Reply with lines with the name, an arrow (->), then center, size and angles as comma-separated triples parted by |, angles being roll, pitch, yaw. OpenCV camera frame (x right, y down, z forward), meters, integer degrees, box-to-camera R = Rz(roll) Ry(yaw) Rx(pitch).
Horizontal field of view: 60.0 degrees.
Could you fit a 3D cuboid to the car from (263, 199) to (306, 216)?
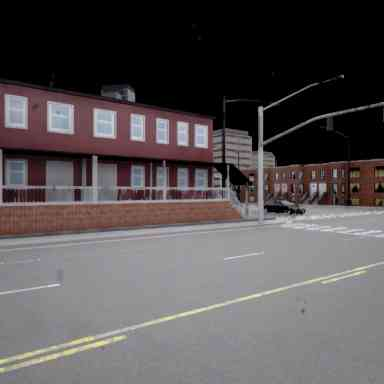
car -> 8.812, 1.504, 32.513 | 1.837, 1.490, 4.892 | 0, 0, -33
